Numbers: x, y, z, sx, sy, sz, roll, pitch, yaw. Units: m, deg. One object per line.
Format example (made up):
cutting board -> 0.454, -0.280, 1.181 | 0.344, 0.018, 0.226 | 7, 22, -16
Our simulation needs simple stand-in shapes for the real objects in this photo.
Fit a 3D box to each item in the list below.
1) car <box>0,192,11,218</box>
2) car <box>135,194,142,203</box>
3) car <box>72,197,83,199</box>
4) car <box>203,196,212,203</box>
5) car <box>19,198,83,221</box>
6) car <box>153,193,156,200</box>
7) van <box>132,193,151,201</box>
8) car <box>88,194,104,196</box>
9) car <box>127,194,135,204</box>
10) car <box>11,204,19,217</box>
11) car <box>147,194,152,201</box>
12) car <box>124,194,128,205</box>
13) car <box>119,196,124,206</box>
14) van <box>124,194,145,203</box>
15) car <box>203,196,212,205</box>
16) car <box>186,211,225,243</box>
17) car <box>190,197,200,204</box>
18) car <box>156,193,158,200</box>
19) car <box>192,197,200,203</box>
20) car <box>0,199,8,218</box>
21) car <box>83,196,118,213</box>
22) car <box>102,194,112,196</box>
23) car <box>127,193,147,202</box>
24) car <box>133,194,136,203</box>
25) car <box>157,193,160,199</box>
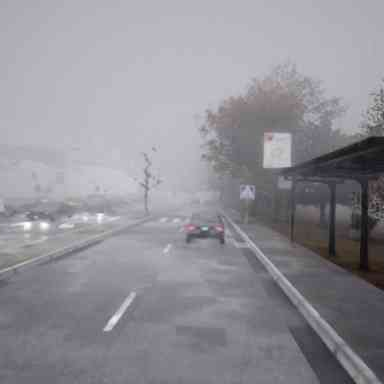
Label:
car -> -15.958, 0.917, 22.789 | 5.566, 2.045, 2.435 | 1, 0, -17
car -> -13.623, 1.668, 70.480 | 4.674, 1.452, 2.002 | 1, 0, -17
car -> -15.038, 1.336, 37.750 | 5.366, 1.575, 1.946 | 1, -1, -17
car -> 4.086, 1.949, 87.735 | 2.097, 1.767, 4.553 | 2, 0, 3
car -> -10.752, 1.404, 25.942 | 2.033, 1.411, 5.357 | 2, 0, 3
car -> -12.722, 1.491, 88.368 | 4.553, 1.767, 2.185 | 1, 0, -17
van -> -13.006, 1.392, 85.343 | 4.442, 1.987, 1.878 | 1, 0, -17
car -> -14.750, 1.418, 43.709 | 5.366, 1.575, 1.946 | 1, -1, -17
car -> -13.885, 1.599, 61.598 | 5.366, 1.575, 1.946 | 1, -1, -17
car -> -15.800, 1.200, 25.784 | 4.892, 1.521, 2.231 | 1, -1, -17
car -> -13.160, 1.375, 79.436 | 5.566, 2.045, 2.435 | 1, 0, -17
car -> -14.233, 1.611, 58.542 | 4.792, 1.488, 2.163 | 1, 0, -17
car -> -14.346, 1.596, 55.572 | 4.674, 1.452, 2.002 | 1, 0, -17
van -> -13.221, 1.404, 76.482 | 4.442, 1.987, 1.878 | 1, 0, -17
car -> 3.598, 2.092, 77.662 | 1.882, 1.535, 5.008 | 2, 0, 3
car -> 0.694, 1.669, 17.027 | 2.033, 1.411, 5.357 | 2, 0, 3
car -> 0.601, 2.053, 77.806 | 2.128, 1.511, 4.902 | 2, 0, 3
car -> -12.606, 1.654, 91.339 | 4.674, 1.452, 2.002 | 1, 0, -17
car -> 1.088, 2.032, 87.910 | 1.812, 1.442, 4.674 | 2, 0, 3
car -> -11.292, 1.257, 15.623 | 2.128, 1.511, 4.902 | 2, 0, 3
car -> -10.204, 1.490, 37.213 | 1.837, 1.490, 4.892 | 2, -1, 3
car -> -14.607, 1.370, 49.619 | 4.553, 1.767, 2.185 | 1, 0, -17
car -> -13.503, 1.379, 73.449 | 5.566, 2.045, 2.435 | 1, 0, -17
car -> -13.888, 1.644, 64.529 | 4.792, 1.488, 2.163 | 1, -1, -17
car -> -12.437, 1.640, 94.353 | 4.792, 1.488, 2.163 | 1, 0, -17
